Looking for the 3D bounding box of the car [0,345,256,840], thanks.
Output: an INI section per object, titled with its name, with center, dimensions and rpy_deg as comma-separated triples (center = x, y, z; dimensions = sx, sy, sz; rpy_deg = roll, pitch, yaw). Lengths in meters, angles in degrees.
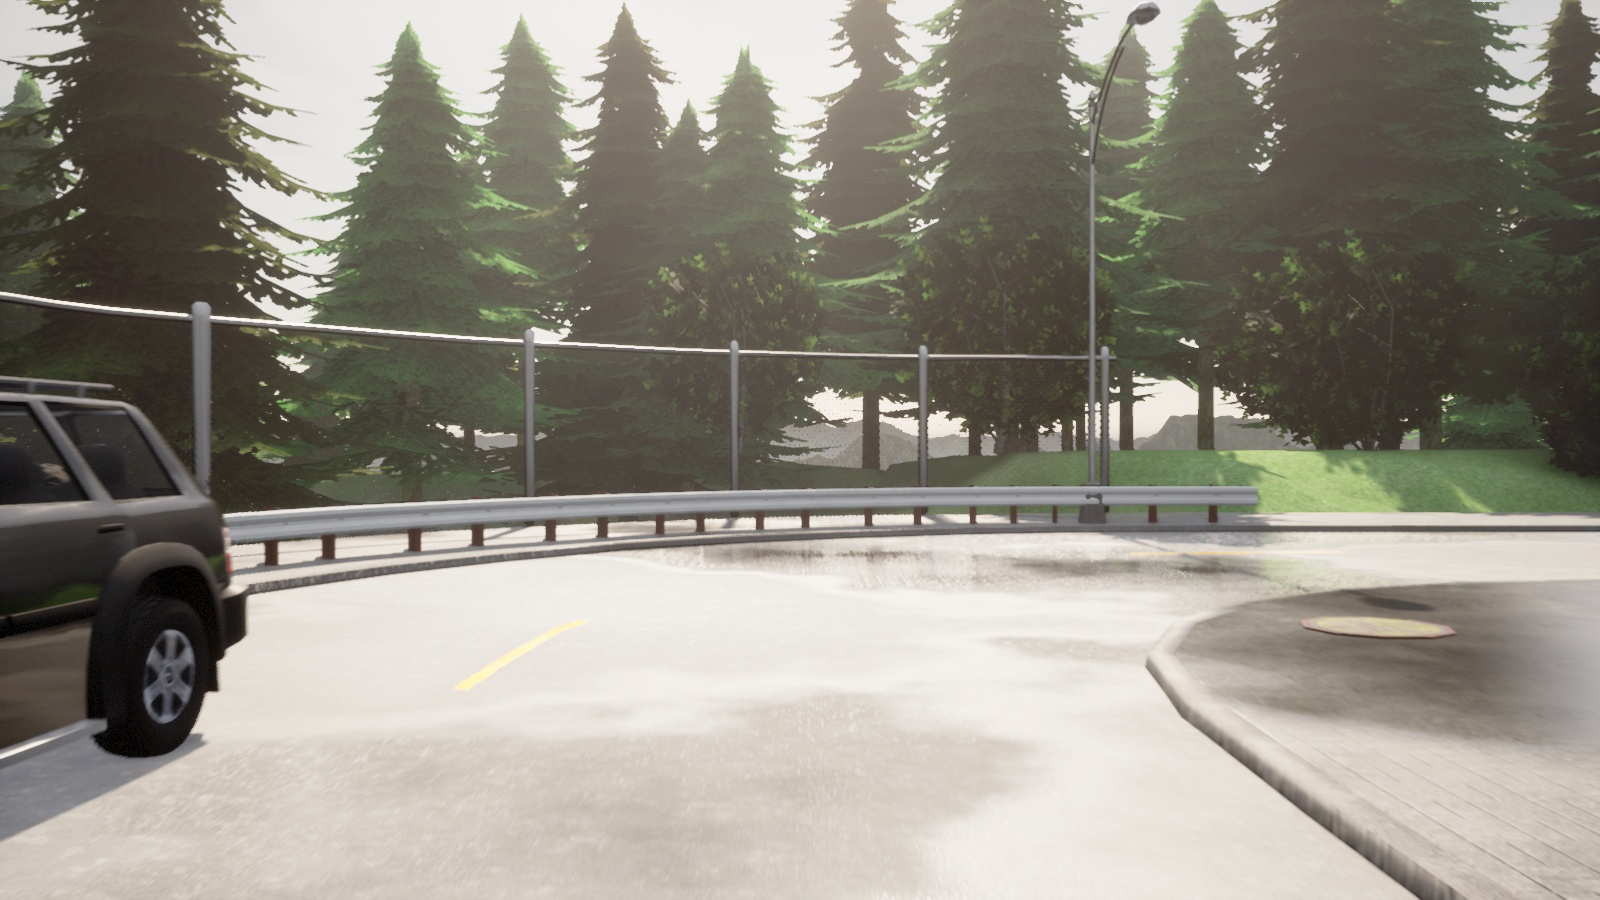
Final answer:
[car]
center = -3.973, 0.535, 4.471
dimensions = 1.932, 1.855, 4.605
rpy_deg = 0, 0, 2
